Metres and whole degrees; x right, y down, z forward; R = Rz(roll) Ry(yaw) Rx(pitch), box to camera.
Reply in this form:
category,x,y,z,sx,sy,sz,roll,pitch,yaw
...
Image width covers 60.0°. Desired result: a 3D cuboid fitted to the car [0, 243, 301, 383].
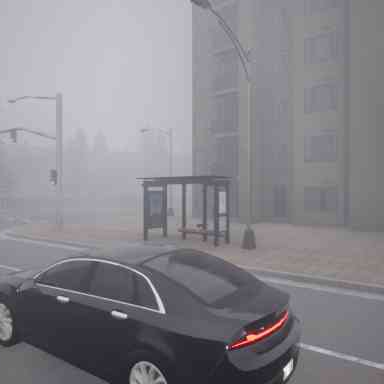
category,x,y,z,sx,sy,sz,roll,pitch,yaw
car,-1.020,1.505,4.710,4.892,1.490,1.837,0,0,35
